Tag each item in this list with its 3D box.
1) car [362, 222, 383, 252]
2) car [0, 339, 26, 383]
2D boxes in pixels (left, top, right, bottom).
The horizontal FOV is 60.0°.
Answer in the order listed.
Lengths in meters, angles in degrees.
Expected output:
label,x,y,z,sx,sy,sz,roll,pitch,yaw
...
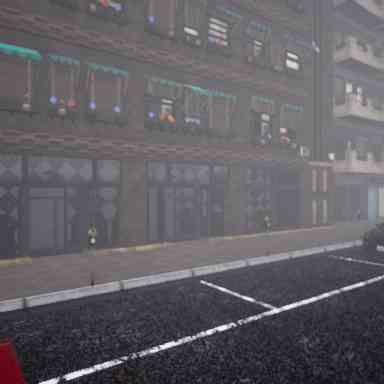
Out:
label,x,y,z,sx,sy,sz,roll,pitch,yaw
car,8.092,1.505,12.310,4.313,1.339,1.947,0,0,-35
car,-3.124,1.609,1.155,4.718,1.301,1.895,0,0,-35
